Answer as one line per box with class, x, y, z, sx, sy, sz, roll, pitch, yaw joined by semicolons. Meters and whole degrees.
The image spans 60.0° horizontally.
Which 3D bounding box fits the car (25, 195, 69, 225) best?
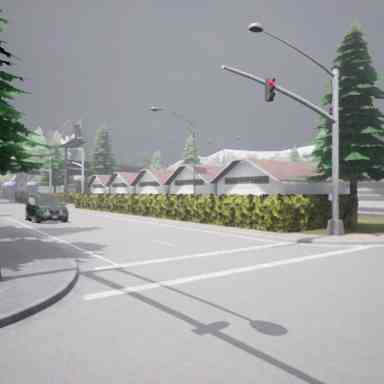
car;-11.093;1.287;25.218;2.150;2.045;5.566;0;2;-36
